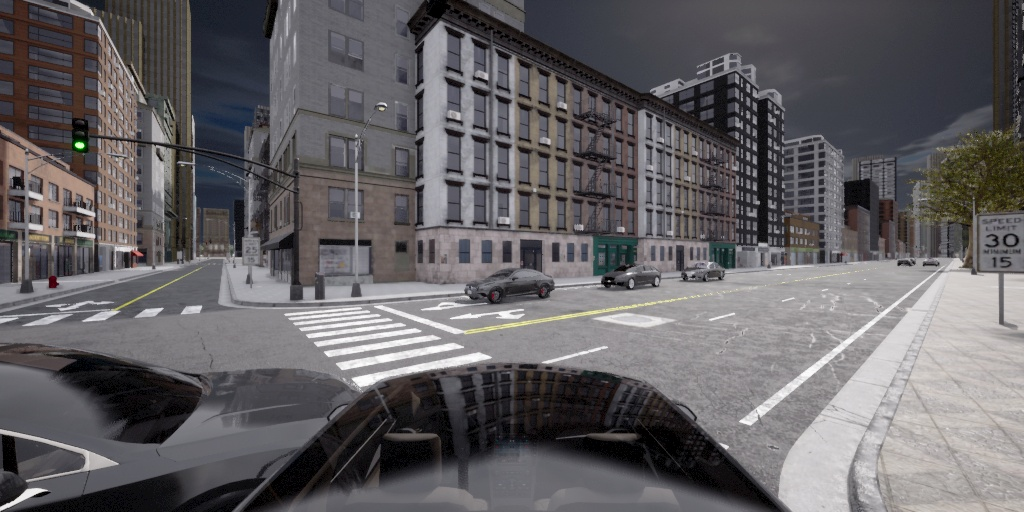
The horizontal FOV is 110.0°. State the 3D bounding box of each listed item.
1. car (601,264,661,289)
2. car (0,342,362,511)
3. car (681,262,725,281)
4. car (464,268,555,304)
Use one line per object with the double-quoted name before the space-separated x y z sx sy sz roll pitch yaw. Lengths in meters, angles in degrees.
"car" 7.706 1.259 22.982 4.892 1.490 1.837 0 0 -39
"car" -3.218 1.257 1.811 4.892 1.490 1.837 0 0 -34
"car" 15.731 1.237 29.434 4.902 1.511 2.128 0 0 -39
"car" 0.000 1.287 16.775 4.674 1.442 1.812 0 0 -39
